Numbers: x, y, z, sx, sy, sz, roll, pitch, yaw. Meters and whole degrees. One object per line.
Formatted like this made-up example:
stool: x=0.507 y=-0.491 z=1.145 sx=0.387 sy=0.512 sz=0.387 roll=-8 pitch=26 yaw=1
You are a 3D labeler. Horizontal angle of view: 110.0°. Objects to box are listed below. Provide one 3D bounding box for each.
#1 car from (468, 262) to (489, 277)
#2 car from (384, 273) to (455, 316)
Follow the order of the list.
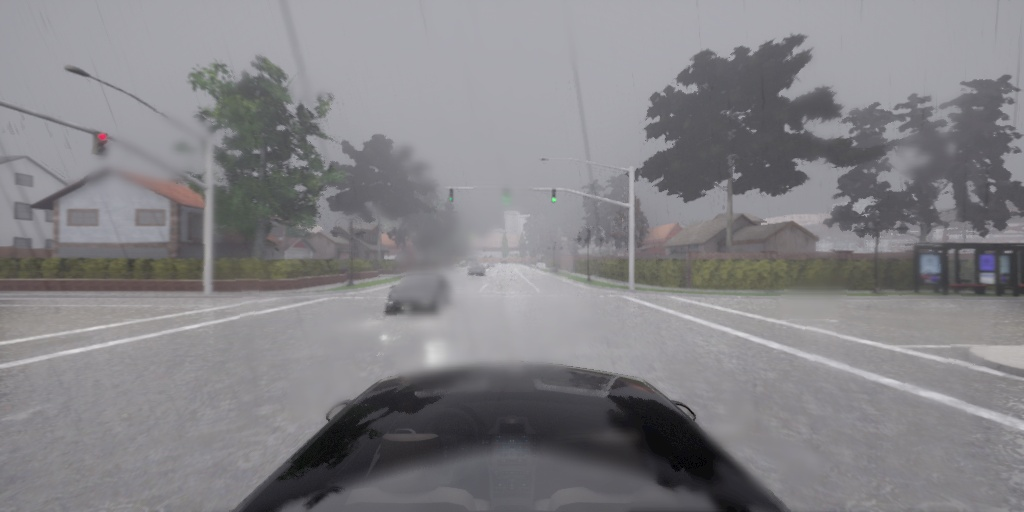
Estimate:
car: x=-4.038 y=1.755 z=42.240 sx=1.837 sy=1.490 sz=4.892 roll=0 pitch=1 yaw=-1
car: x=-3.438 y=1.467 z=14.105 sx=1.837 sy=1.490 sz=4.892 roll=0 pitch=0 yaw=0
